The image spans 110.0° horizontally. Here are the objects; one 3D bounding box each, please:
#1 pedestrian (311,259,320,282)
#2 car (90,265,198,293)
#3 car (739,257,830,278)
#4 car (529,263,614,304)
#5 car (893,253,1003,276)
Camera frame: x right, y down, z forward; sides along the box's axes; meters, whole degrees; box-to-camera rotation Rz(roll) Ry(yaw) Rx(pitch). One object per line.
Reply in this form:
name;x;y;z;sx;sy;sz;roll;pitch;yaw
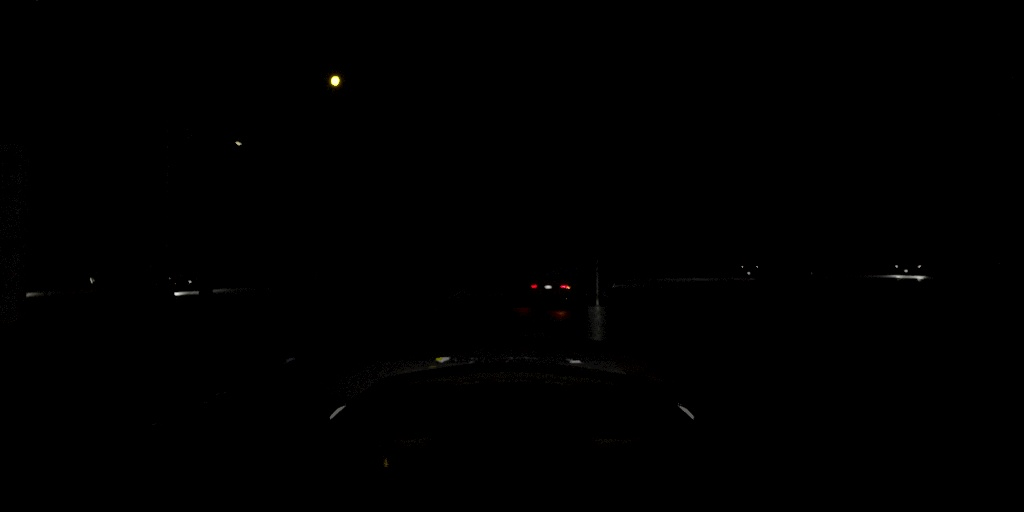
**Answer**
pedestrian;-15.054;1.064;27.417;0.375;1.860;0.375;0;0;0
car;-20.220;1.211;19.829;4.892;1.490;1.837;-1;-1;0
car;17.659;0.763;23.416;4.718;1.301;1.895;-1;-1;0
car;2.644;1.024;15.010;2.033;1.411;5.357;-3;2;32
car;28.340;0.542;23.386;5.357;1.411;2.033;-1;-1;0
